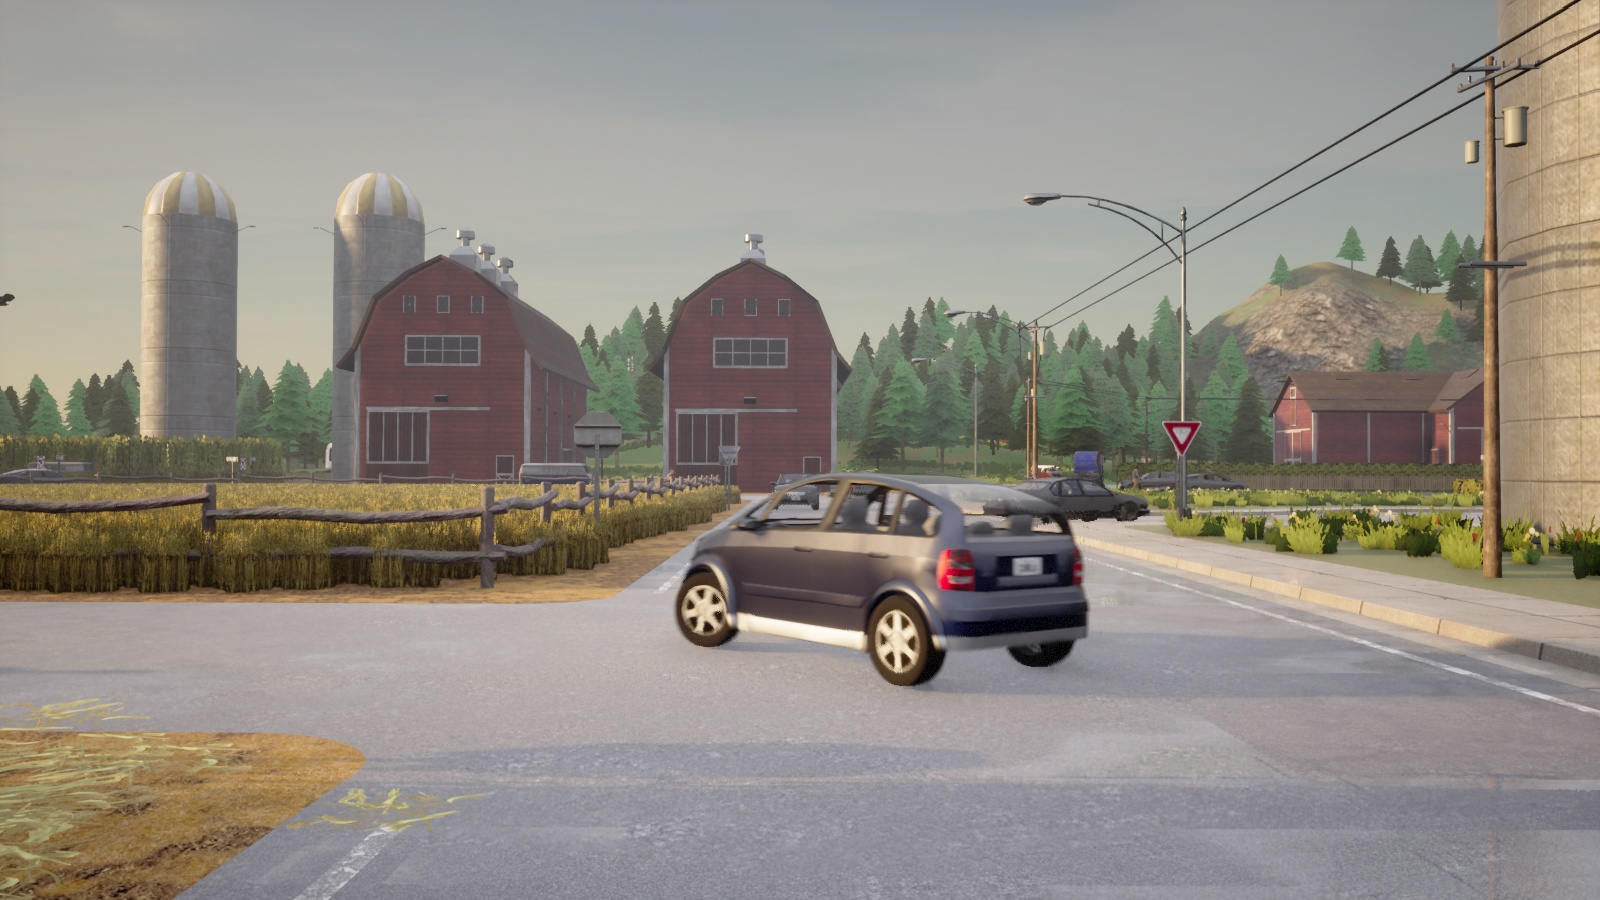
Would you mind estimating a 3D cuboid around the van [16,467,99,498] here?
[{"bbox_3d":[-49.485,2.168,83.726,4.442,1.987,1.775,0,-1,-2],"label":"van"}]

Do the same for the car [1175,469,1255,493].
[{"bbox_3d":[27.138,2.031,82.243,4.514,1.525,2.007,0,-1,-1],"label":"car"}]

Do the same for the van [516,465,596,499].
[{"bbox_3d":[-14.423,1.869,74.264,4.442,1.987,1.775,0,-1,-3],"label":"van"}]

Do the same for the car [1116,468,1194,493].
[{"bbox_3d":[24.240,2.085,85.906,4.856,1.649,2.033,0,-1,4],"label":"car"}]

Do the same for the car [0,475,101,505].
[{"bbox_3d":[-40.428,2.108,67.257,1.837,1.490,4.892,-1,-1,41],"label":"car"}]

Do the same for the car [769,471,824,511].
[{"bbox_3d":[-0.137,1.626,51.025,2.128,1.511,4.902,0,-1,0],"label":"car"}]

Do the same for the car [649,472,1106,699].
[{"bbox_3d":[0.497,0.968,10.572,1.789,1.549,3.705,1,-2,-39],"label":"car"}]

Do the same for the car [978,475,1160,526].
[{"bbox_3d":[8.099,1.460,37.634,5.357,1.411,2.033,0,-1,-30],"label":"car"}]
